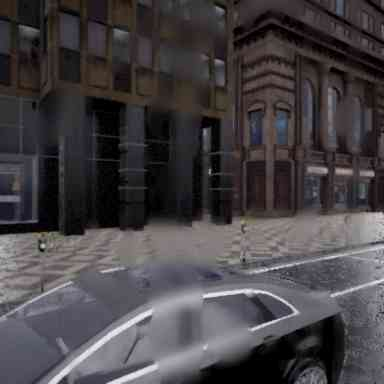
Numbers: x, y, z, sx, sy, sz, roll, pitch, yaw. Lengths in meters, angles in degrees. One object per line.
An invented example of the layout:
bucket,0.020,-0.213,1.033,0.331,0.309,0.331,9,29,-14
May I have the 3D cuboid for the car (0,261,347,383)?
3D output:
car,-0.592,1.495,2.954,4.902,1.511,2.128,0,0,-35
